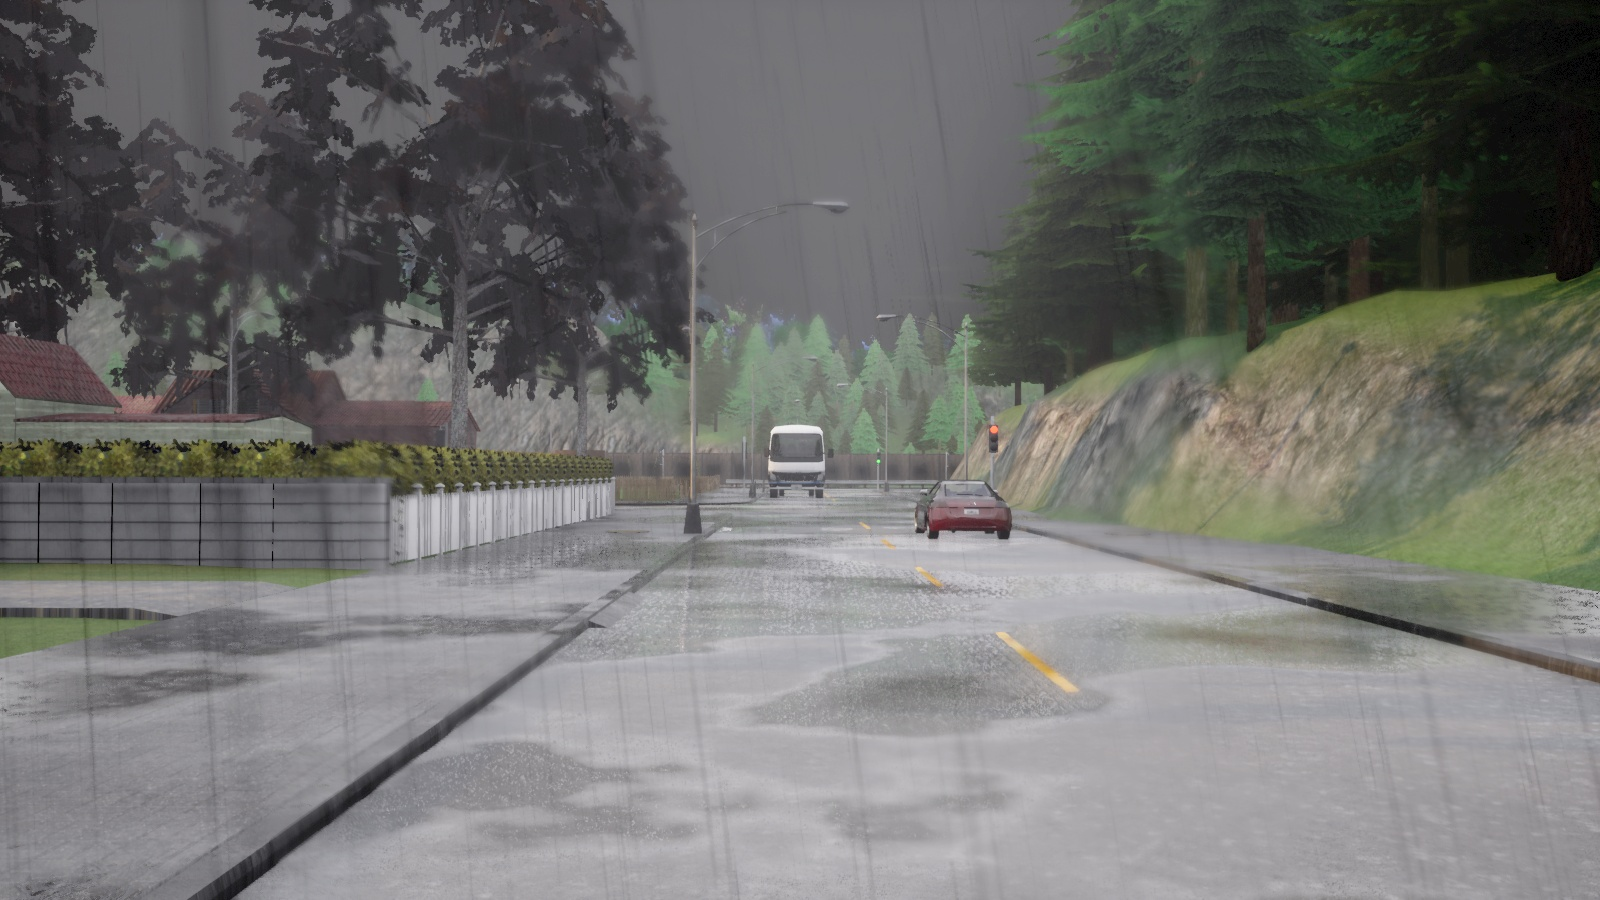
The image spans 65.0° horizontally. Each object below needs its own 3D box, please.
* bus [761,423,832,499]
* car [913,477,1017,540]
[{"bbox_3d":[-0.192,0.698,75.175,3.944,4.253,10.273,0,-1,0],"label":"bus"},{"bbox_3d":[3.919,1.374,30.520,1.994,1.385,4.181,0,-1,0],"label":"car"}]
